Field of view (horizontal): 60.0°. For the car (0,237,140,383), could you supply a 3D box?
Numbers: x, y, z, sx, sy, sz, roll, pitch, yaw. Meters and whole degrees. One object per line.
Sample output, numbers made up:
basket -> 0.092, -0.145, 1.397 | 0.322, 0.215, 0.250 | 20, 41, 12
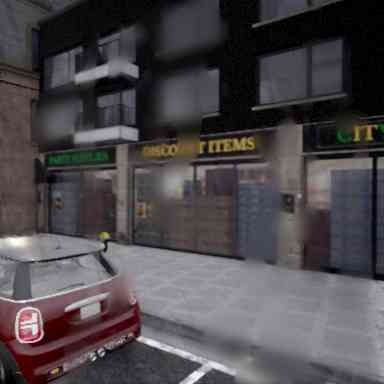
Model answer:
car -> -2.777, 1.412, 5.051 | 4.097, 1.590, 1.967 | 0, 0, 35
